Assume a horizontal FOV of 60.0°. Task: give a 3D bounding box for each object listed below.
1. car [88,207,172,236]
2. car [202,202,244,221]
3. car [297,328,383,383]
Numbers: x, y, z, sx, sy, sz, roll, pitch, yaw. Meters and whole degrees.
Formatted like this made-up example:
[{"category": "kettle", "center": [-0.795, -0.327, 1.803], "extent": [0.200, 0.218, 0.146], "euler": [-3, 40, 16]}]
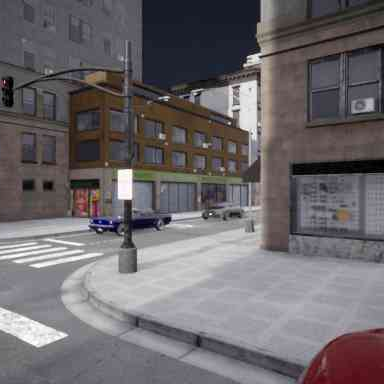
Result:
[{"category": "car", "center": [-3.257, 1.535, 18.172], "extent": [1.895, 1.301, 4.718], "euler": [0, 0, 35]}, {"category": "car", "center": [2.514, 1.456, 26.370], "extent": [1.994, 1.385, 4.181], "euler": [0, 0, 35]}, {"category": "car", "center": [2.732, 1.315, 0.876], "extent": [5.009, 1.841, 2.192], "euler": [0, 0, 35]}]
